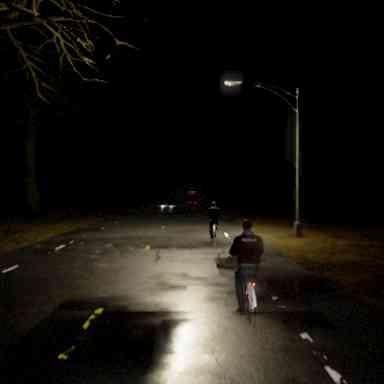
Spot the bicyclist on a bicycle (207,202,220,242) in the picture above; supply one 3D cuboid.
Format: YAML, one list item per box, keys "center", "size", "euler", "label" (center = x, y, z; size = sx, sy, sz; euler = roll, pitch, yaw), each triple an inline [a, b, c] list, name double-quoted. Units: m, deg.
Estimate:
- center: [0.964, 1.311, 14.975]
  size: [0.659, 1.776, 1.843]
  euler: [0, 1, 0]
  label: "bicyclist on a bicycle"

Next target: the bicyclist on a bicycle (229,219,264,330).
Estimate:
- center: [0.964, 1.355, 5.994]
  size: [0.659, 1.776, 1.843]
  euler: [0, 1, 0]
  label: "bicyclist on a bicycle"

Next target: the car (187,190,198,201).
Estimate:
- center: [0.063, 0.814, 61.593]
  size: [2.128, 1.511, 4.902]
  euler: [0, 1, 1]
  label: "car"

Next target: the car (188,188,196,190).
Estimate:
- center: [0.006, 0.140, 76.409]
  size: [2.150, 2.045, 5.566]
  euler: [0, 2, 0]
  label: "car"

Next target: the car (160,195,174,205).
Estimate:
- center: [-3.588, 1.132, 49.022]
  size: [2.033, 1.411, 5.357]
  euler: [0, 1, 0]
  label: "car"
